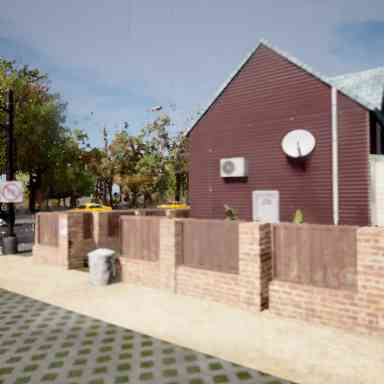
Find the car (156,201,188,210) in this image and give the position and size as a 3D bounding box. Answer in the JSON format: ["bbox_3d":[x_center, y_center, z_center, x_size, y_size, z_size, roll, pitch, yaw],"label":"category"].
[{"bbox_3d":[-2.566,1.944,42.886,1.882,1.535,5.008,-1,-1,36],"label":"car"}]

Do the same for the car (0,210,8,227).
[{"bbox_3d":[-15.827,1.899,24.303,1.837,1.490,4.892,-1,-1,35],"label":"car"}]

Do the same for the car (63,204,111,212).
[{"bbox_3d":[-10.120,1.904,32.311,1.882,1.535,5.008,-1,-1,36],"label":"car"}]
